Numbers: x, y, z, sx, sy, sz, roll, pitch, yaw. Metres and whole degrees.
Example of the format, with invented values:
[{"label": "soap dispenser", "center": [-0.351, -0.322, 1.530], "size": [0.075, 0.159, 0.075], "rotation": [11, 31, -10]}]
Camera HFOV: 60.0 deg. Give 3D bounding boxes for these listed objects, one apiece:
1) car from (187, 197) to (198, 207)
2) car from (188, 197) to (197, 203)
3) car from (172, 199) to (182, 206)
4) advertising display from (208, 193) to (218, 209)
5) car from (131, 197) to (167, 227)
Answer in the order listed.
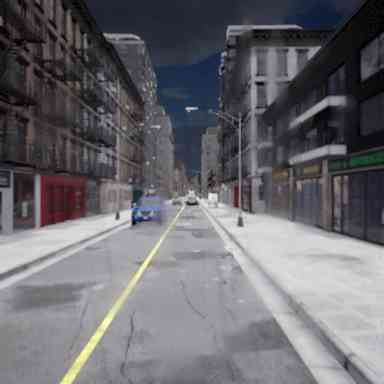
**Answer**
[{"label": "car", "center": [0.031, 1.823, 59.709], "size": [1.994, 1.385, 4.181], "rotation": [0, 0, 0]}, {"label": "car", "center": [0.039, 1.902, 78.216], "size": [2.033, 1.411, 5.357], "rotation": [0, 0, 0]}, {"label": "car", "center": [-2.972, 2.011, 66.107], "size": [2.033, 1.411, 5.357], "rotation": [0, 0, 0]}, {"label": "advertising display", "center": [3.170, 1.371, 49.982], "size": [1.540, 2.440, 0.280], "rotation": [0, 0, 0]}, {"label": "car", "center": [-3.088, 1.385, 24.862], "size": [2.150, 2.045, 5.566], "rotation": [0, 0, 0]}]
